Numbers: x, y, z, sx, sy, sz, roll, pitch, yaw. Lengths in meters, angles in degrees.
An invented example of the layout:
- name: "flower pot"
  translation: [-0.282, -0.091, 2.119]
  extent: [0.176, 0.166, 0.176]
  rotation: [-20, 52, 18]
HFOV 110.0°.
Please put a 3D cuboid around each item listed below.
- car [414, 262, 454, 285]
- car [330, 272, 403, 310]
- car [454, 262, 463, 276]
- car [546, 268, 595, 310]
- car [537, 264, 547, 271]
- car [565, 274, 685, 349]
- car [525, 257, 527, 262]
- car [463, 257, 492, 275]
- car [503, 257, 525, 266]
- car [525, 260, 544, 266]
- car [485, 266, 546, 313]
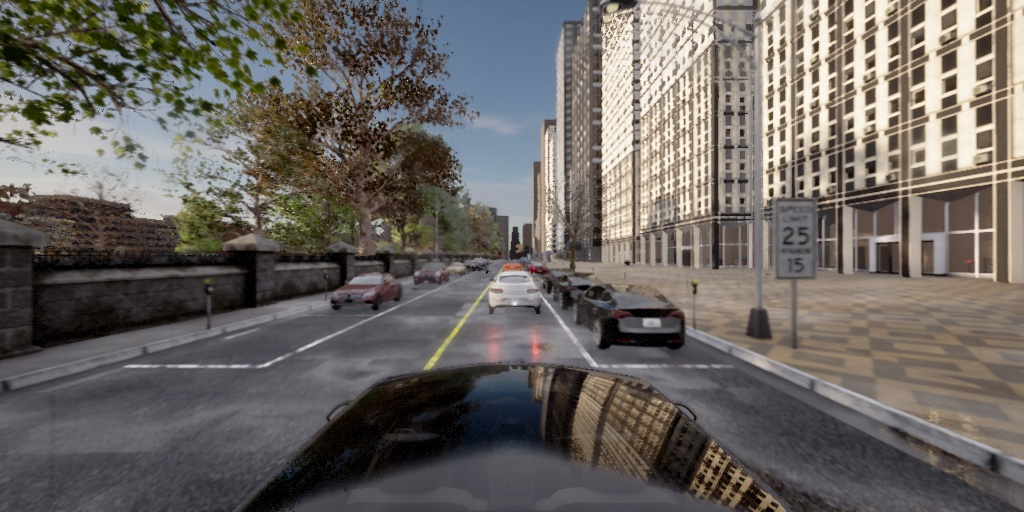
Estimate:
- name: "car"
  translation: [-5.704, 1.199, 25.859]
  extent: [1.967, 1.591, 4.097]
  rotation: [0, 0, 0]
- name: "car"
  translation: [-5.699, 1.336, 14.594]
  extent: [1.802, 1.307, 4.207]
  rotation: [0, 0, 0]
- name: "car"
  translation: [-5.709, 1.294, 36.954]
  extent: [1.751, 1.417, 4.829]
  rotation: [0, 0, 0]
- name: "car"
  translation: [2.682, 1.320, 14.598]
  extent: [1.948, 1.339, 4.313]
  rotation: [0, 0, 0]
- name: "car"
  translation: [2.679, 1.322, 20.231]
  extent: [1.948, 1.339, 4.313]
  rotation: [0, 0, 0]
- name: "car"
  translation: [2.684, 1.318, 8.966]
  extent: [1.948, 1.339, 4.313]
  rotation: [0, 0, 0]
- name: "car"
  translation: [2.669, 1.215, 42.760]
  extent: [1.967, 1.591, 4.097]
  rotation: [0, 0, 0]
- name: "car"
  translation: [-3.016, 0.858, 33.047]
  extent: [1.882, 1.535, 5.008]
  rotation: [0, 0, 0]
- name: "car"
  translation: [0.081, 1.124, 40.386]
  extent: [2.097, 1.767, 4.553]
  rotation: [0, 0, 0]
- name: "car"
  translation: [2.672, 1.314, 37.128]
  extent: [1.888, 1.381, 4.507]
  rotation: [0, 0, 0]
- name: "car"
  translation: [0.094, 1.279, 13.852]
  extent: [1.812, 1.442, 4.674]
  rotation: [0, 0, 0]
